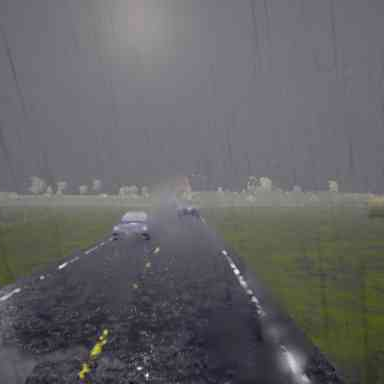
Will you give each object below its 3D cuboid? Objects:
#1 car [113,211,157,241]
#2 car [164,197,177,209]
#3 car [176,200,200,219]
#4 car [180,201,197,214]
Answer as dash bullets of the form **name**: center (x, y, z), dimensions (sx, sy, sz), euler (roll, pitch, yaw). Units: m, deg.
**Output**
- **car**: center (-2.994, 1.761, 18.127), dimensions (1.812, 1.442, 4.674), euler (0, -1, 0)
- **car**: center (-3.813, 1.970, 59.952), dimensions (2.150, 2.045, 5.566), euler (0, 0, -1)
- **car**: center (-0.294, 1.799, 34.925), dimensions (2.097, 1.767, 4.553), euler (0, -1, -1)
- **car**: center (-0.530, 2.065, 45.260), dimensions (2.128, 1.511, 4.902), euler (0, -1, -1)
